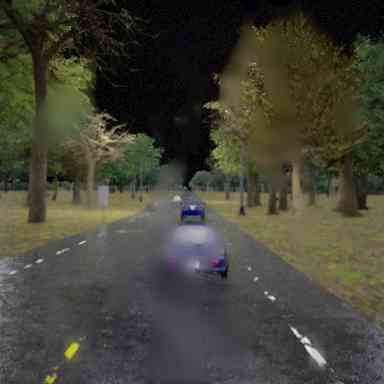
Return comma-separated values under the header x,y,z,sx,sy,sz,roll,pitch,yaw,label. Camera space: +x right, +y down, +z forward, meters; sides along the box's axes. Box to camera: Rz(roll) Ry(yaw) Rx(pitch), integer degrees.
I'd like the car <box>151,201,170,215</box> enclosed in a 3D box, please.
x,y,z,sx,sy,sz,roll,pitch,yaw,label
-3.691,1.805,39.262,1.882,1.535,5.008,0,0,-1,car

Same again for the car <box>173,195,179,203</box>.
x,y,z,sx,sy,sz,roll,pitch,yaw,label
-3.421,1.646,74.854,1.812,1.442,4.674,0,0,-2,car

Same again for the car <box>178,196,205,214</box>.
x,y,z,sx,sy,sz,roll,pitch,yaw,label
0.070,1.517,31.535,2.150,2.045,5.566,0,0,0,car

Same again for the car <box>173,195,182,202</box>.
x,y,z,sx,sy,sz,roll,pitch,yaw,label
-3.567,1.616,82.364,1.837,1.490,4.892,0,0,0,car

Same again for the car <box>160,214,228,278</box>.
x,y,z,sx,sy,sz,roll,pitch,yaw,label
0.069,1.649,10.443,1.812,1.442,4.674,0,-1,0,car
